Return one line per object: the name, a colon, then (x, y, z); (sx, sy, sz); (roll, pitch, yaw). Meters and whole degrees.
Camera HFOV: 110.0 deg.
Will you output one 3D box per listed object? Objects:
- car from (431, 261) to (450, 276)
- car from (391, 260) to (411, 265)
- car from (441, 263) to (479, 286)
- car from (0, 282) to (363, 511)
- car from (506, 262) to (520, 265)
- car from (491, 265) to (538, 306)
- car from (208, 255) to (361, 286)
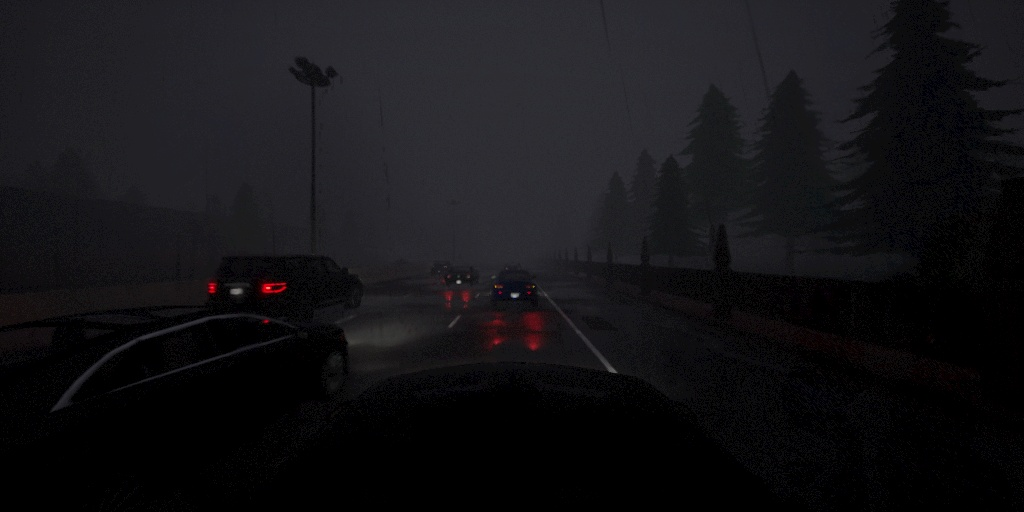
car: (-6.903, 1.243, 36.344); (2.128, 1.511, 4.902); (0, 0, 0)
car: (-14.004, 1.278, 45.097); (2.128, 1.511, 4.902); (0, 0, 0)
car: (-3.402, 1.352, 25.183); (1.895, 1.301, 4.718); (0, 0, 0)
car: (-3.400, 1.242, 3.539); (2.128, 1.511, 4.902); (0, 0, 0)
car: (0.096, 1.352, 38.851); (1.895, 1.301, 4.718); (0, 0, 0)
car: (0.101, 1.276, 15.613); (1.812, 1.442, 4.674); (0, 0, 0)
car: (-6.897, 0.973, 11.667); (2.150, 2.045, 5.566); (0, 0, 0)
